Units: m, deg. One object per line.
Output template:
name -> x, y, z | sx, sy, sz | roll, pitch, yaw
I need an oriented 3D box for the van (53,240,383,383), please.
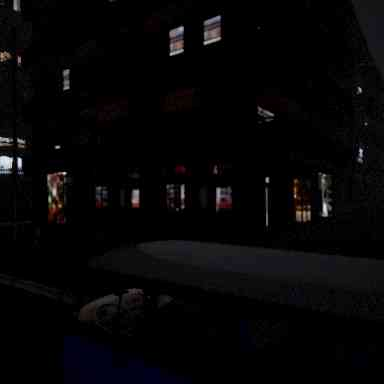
van -> 0.678, 1.348, 2.395 | 3.998, 1.788, 1.690 | -1, -1, 36

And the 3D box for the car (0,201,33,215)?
car -> -18.548, 1.594, 35.229 | 1.947, 1.339, 4.313 | 0, 1, 35
